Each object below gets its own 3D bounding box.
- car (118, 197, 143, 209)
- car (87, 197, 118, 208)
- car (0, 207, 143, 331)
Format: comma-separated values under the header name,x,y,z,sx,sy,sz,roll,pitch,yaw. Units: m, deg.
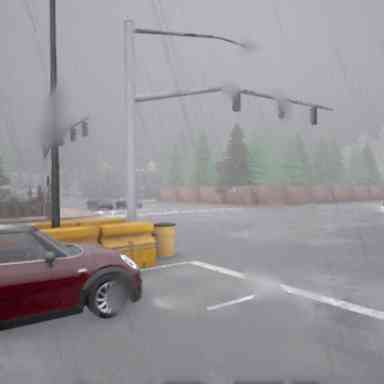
name,x,y,z,sx,sy,sz,roll,pitch,yaw
car,-7.694,1.279,40.255,1.812,1.442,4.674,-1,1,-36
car,-10.693,1.309,38.429,1.837,1.490,4.892,-1,1,-35
car,-3.159,1.342,5.816,4.553,1.767,2.097,-1,1,-35
